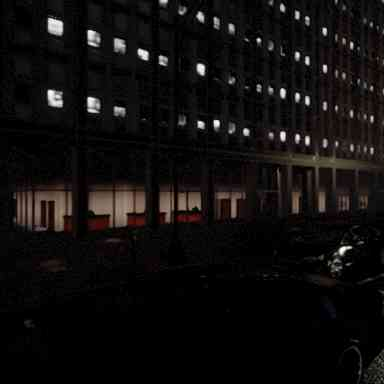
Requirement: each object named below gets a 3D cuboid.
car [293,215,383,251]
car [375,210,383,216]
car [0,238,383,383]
[{"bbox_3d":[4.186,1.553,9.723,4.403,1.369,2.008,0,0,-37],"label":"car"},{"bbox_3d":[8.632,1.306,13.023,5.009,1.841,2.192,0,0,-37],"label":"car"},{"bbox_3d":[0.077,1.555,3.449,5.357,1.411,2.033,0,0,-37],"label":"car"}]
